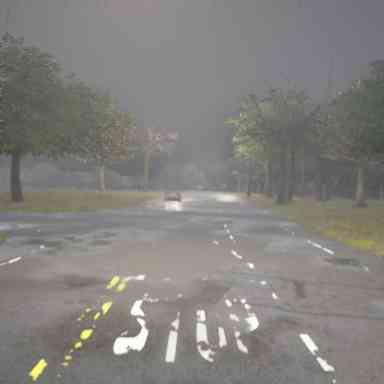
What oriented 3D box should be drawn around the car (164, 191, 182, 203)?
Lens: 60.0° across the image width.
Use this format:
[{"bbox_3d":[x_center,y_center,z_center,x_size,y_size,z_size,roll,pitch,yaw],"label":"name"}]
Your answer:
[{"bbox_3d":[-2.347,0.579,41.550,1.994,1.385,4.181,2,2,2],"label":"car"}]
